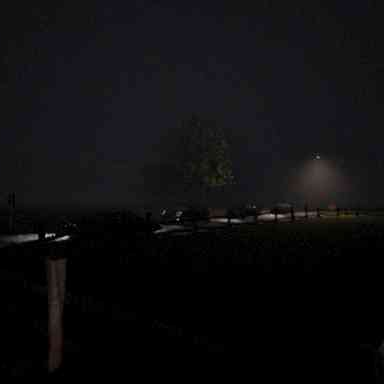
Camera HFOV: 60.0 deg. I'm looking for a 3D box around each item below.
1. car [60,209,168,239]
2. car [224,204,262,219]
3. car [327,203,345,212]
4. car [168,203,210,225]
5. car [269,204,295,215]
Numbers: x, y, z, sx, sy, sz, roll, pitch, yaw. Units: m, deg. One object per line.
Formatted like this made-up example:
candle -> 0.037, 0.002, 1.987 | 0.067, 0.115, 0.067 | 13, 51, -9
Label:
car -> -4.140, 1.753, 18.490 | 2.033, 1.411, 5.357 | 0, -1, 43
car -> 5.437, 2.023, 34.917 | 2.033, 1.411, 5.357 | 0, -1, 38
car -> 22.836, 2.396, 52.396 | 1.994, 1.385, 4.181 | 0, -1, 38
car -> -0.463, 1.688, 27.370 | 2.097, 1.767, 4.553 | 0, -1, 38
car -> 11.599, 2.183, 42.751 | 1.994, 1.385, 4.181 | 0, -1, 38
